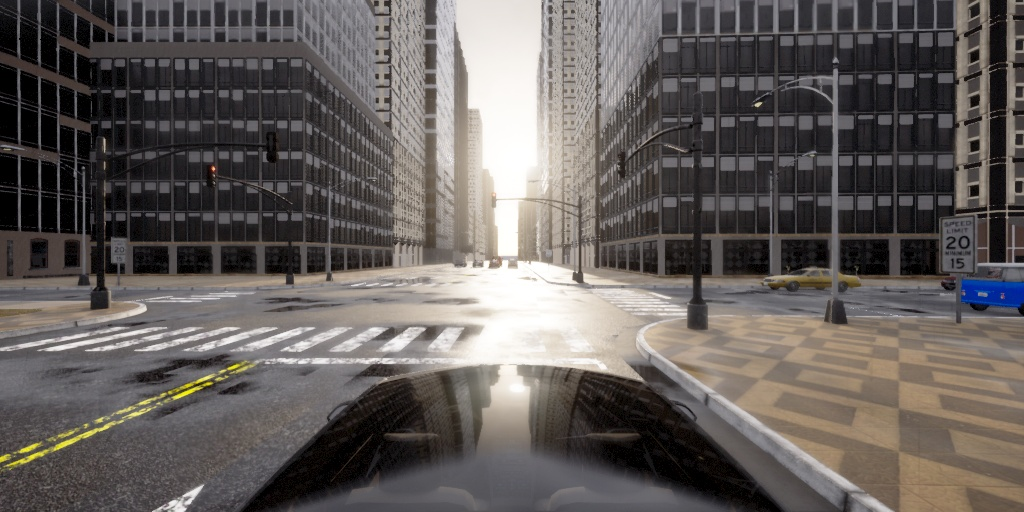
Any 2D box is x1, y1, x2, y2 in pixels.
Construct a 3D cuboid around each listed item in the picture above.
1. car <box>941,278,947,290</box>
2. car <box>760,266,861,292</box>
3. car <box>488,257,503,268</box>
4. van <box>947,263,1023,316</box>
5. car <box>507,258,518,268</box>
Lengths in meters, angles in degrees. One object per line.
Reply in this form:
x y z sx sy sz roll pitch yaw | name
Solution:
26.964 1.356 20.190 4.207 1.307 1.802 0 0 2 | car
17.131 1.293 20.699 4.829 1.417 1.751 0 0 2 | car
-3.104 1.386 63.331 1.812 1.442 4.674 0 0 0 | car
18.382 1.119 12.524 3.998 1.789 1.690 0 0 2 | van
0.146 1.407 63.323 2.033 1.411 5.357 0 0 0 | car
